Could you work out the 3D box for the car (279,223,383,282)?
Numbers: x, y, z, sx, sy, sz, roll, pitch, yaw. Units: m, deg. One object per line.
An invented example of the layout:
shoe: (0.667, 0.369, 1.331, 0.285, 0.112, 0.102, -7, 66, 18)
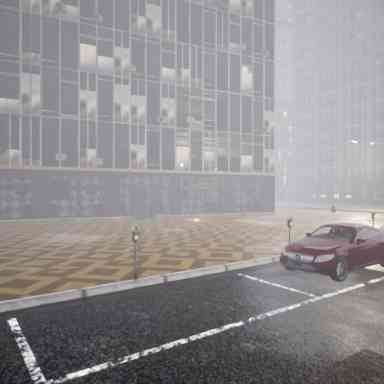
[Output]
car: (4.383, 1.579, 9.697, 4.206, 1.307, 1.802, 0, 0, -36)
